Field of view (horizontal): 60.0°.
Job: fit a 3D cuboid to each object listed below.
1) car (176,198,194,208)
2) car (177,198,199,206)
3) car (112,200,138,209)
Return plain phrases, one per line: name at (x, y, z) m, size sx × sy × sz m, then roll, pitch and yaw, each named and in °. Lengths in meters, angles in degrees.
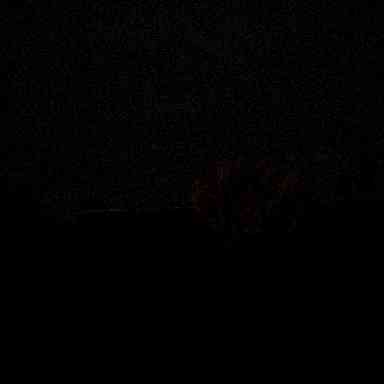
car at (-0.644, 2.078, 60.219) m, size 2.033 × 1.411 × 5.357 m, roll -1°, pitch -1°, yaw 36°
car at (-0.827, 1.947, 66.018) m, size 1.837 × 1.490 × 4.892 m, roll -1°, pitch -1°, yaw 36°
car at (-10.612, 2.024, 52.642) m, size 1.994 × 1.385 × 4.181 m, roll -1°, pitch -1°, yaw 36°
